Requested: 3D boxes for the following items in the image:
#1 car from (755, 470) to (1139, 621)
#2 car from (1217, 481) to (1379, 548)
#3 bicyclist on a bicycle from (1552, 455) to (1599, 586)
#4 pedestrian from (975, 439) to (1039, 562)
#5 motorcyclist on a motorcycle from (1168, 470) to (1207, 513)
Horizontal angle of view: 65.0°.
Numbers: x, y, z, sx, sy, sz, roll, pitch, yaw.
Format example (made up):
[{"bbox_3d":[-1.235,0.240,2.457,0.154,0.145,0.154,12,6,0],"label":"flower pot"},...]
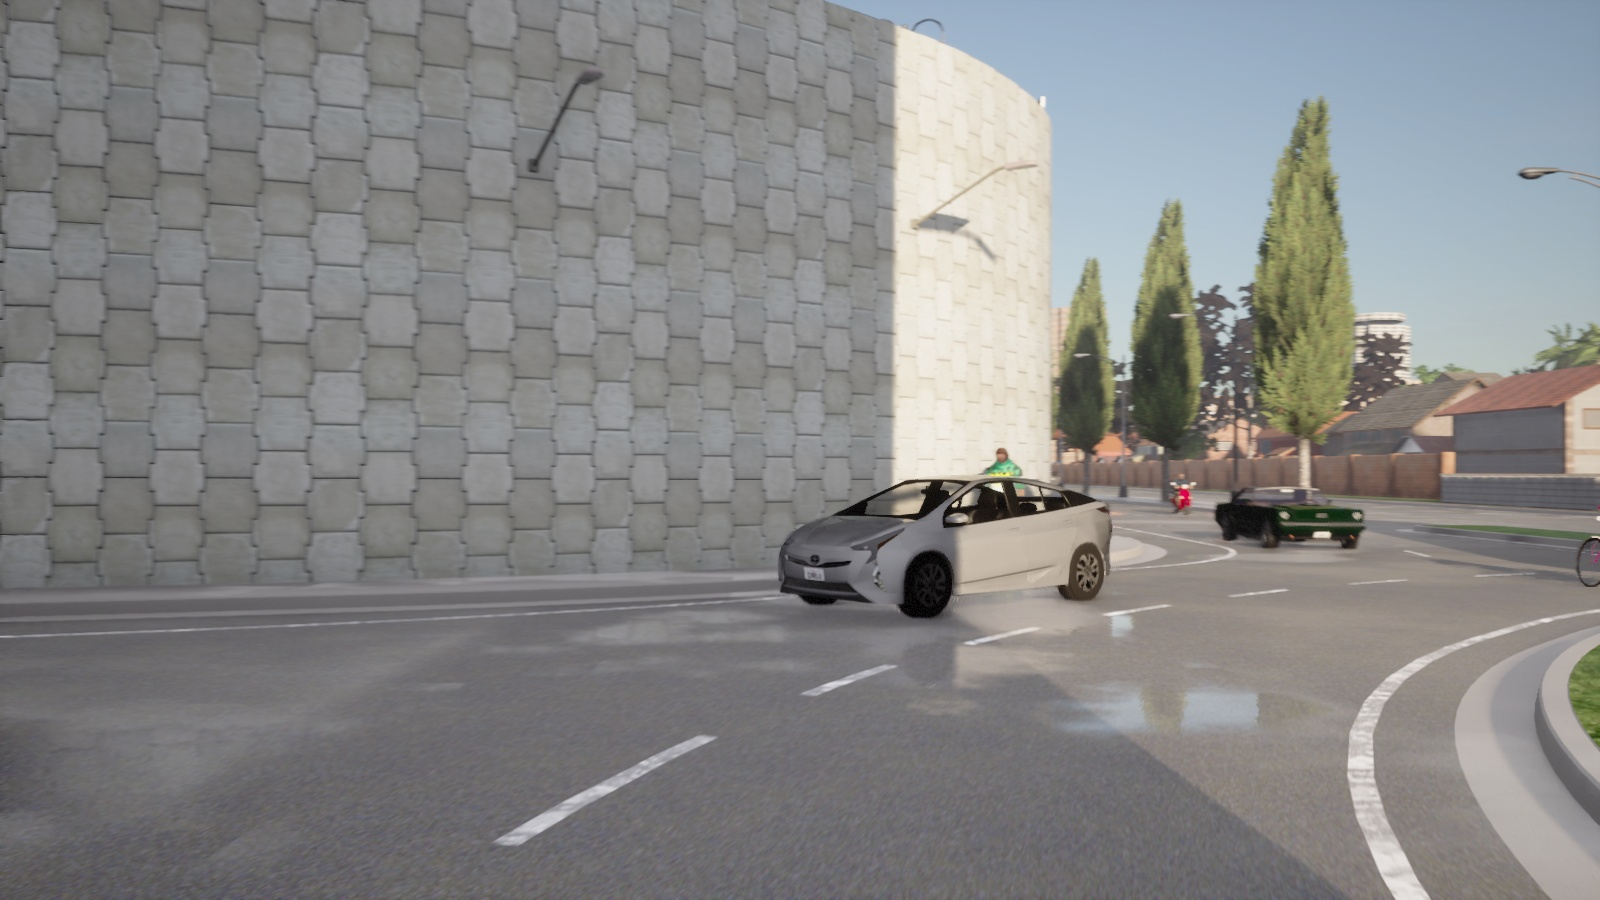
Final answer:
[{"bbox_3d":[1.856,1.009,14.965,4.514,1.525,2.007,1,-1,-41],"label":"car"},{"bbox_3d":[10.785,1.360,27.592,1.895,1.301,4.718,0,-1,3],"label":"car"},{"bbox_3d":[11.538,0.962,17.711,1.843,1.776,0.659,1,0,-24],"label":"bicyclist on a bicycle"},{"bbox_3d":[3.391,0.809,20.536,0.659,1.952,0.873,-1,-1,42],"label":"pedestrian"},{"bbox_3d":[14.566,1.536,47.247,0.866,1.590,1.817,0,-1,0],"label":"motorcyclist on a motorcycle"}]
